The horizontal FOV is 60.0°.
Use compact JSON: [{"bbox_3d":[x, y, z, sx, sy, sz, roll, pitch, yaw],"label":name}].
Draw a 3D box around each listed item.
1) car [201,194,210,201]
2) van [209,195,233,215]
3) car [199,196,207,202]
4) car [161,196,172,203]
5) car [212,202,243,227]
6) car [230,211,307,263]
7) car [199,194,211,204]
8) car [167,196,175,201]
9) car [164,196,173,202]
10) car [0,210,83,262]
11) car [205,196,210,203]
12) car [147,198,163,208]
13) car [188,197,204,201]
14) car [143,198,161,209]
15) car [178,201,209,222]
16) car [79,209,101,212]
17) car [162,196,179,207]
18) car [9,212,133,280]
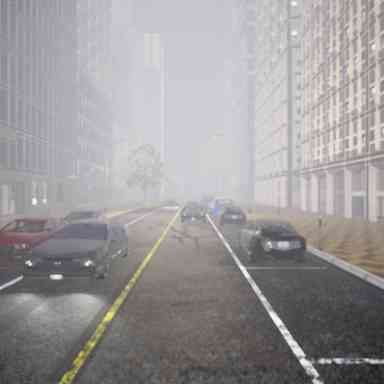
[{"bbox_3d":[2.680,1.393,57.392,2.192,1.841,5.009,0,0,0],"label":"car"},{"bbox_3d":[2.686,1.390,28.933,1.690,1.788,3.998,0,0,0],"label":"van"},{"bbox_3d":[2.673,1.616,80.330,1.752,1.417,4.829,0,0,0],"label":"car"},{"bbox_3d":[-5.706,1.639,74.479,2.008,1.369,4.403,0,0,0],"label":"car"},{"bbox_3d":[2.687,1.607,23.238,1.947,1.339,4.313,0,0,0],"label":"car"},{"bbox_3d":[2.689,1.588,11.854,1.947,1.339,4.313,0,0,0],"label":"car"},{"bbox_3d":[2.677,1.400,68.777,2.192,1.841,5.009,0,0,0],"label":"car"},{"bbox_3d":[-5.710,1.675,91.554,1.802,1.307,4.206,0,0,0],"label":"car"},{"bbox_3d":[-5.708,1.656,80.171,1.947,1.339,4.313,0,0,0],"label":"car"},{"bbox_3d":[-5.691,1.567,11.860,1.887,1.381,4.507,0,0,0],"label":"car"},{"bbox_3d":[2.684,1.496,34.624,1.967,1.590,4.097,0,0,0],"label":"car"},{"bbox_3d":[-5.701,1.624,51.709,2.008,1.369,4.403,0,0,0],"label":"car"},{"bbox_3d":[0.090,1.628,41.472,1.994,1.385,4.181,0,0,0],"label":"car"},{"bbox_3d":[-5.700,1.593,45.846,1.752,1.417,4.829,0,0,0],"label":"car"},{"bbox_3d":[0.093,1.646,26.206,1.895,1.301,4.718,0,0,0],"label":"car"},{"bbox_3d":[-5.693,1.598,17.553,1.947,1.339,4.313,0,0,0],"label":"car"},{"bbox_3d":[-3.086,1.637,51.731,1.994,1.385,4.181,0,0,0],"label":"car"},{"bbox_3d":[-3.103,1.567,10.277,2.033,1.411,5.357,0,0,0],"label":"car"}]
